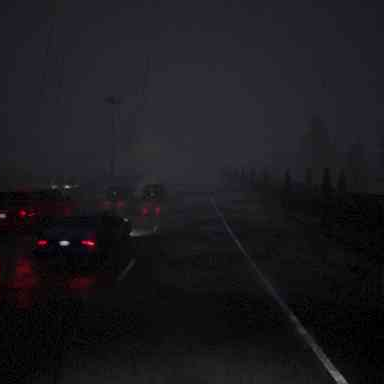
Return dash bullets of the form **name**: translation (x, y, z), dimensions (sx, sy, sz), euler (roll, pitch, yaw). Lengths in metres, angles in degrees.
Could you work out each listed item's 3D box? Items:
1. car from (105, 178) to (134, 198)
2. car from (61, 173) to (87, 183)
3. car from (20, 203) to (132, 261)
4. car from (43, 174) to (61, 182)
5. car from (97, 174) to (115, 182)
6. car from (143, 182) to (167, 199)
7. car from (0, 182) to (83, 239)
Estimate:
- **car**: translation (-6.901, -0.268, 31.950), dimensions (1.812, 1.442, 4.674), euler (0, 5, 0)
- **car**: translation (-17.574, -2.084, 50.604), dimensions (2.097, 1.767, 4.553), euler (0, 5, 0)
- **car**: translation (-3.400, 1.304, 11.373), dimensions (2.033, 1.411, 5.357), euler (0, 3, 0)
- **car**: translation (-21.070, -1.952, 50.802), dimensions (1.837, 1.490, 4.892), euler (0, 6, 0)
- **car**: translation (-14.052, -2.240, 54.578), dimensions (2.033, 1.411, 5.357), euler (0, 5, 1)
- **car**: translation (-3.401, -0.214, 30.947), dimensions (2.128, 1.511, 4.902), euler (0, 5, 0)
- **car**: translation (-6.901, 0.806, 14.824), dimensions (2.150, 2.045, 5.566), euler (0, 3, 0)
